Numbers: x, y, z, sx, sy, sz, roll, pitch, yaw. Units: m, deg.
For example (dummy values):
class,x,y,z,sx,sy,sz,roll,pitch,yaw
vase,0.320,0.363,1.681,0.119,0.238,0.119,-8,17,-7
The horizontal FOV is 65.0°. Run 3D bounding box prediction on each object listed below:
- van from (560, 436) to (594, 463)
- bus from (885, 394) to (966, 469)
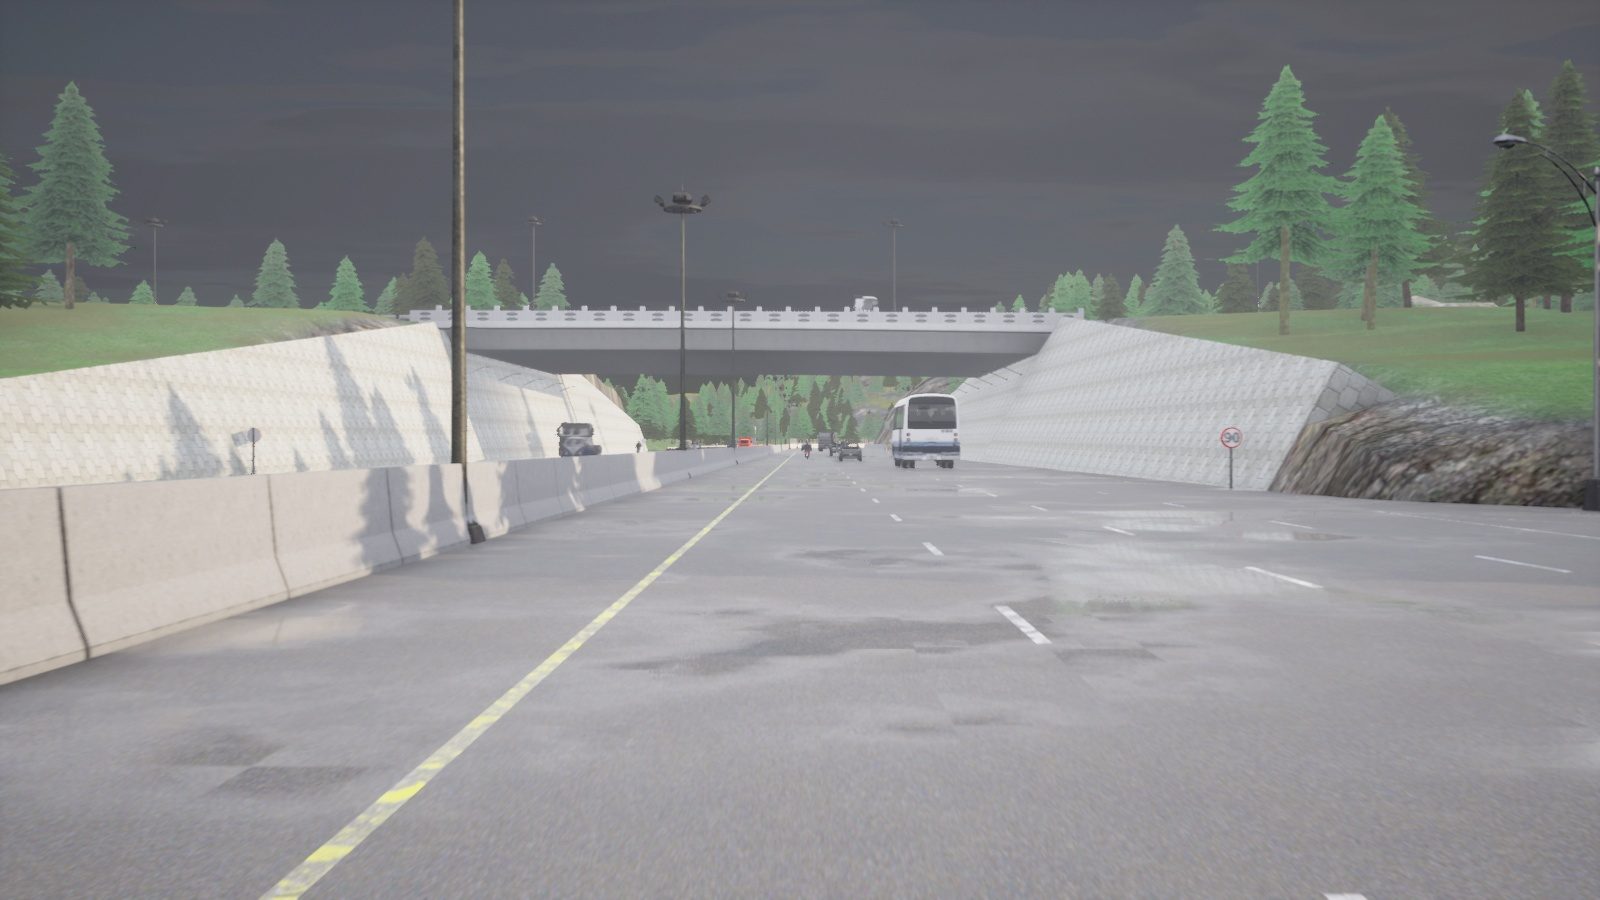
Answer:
class,x,y,z,sx,sy,sz,roll,pitch,yaw
van,-16.940,-0.055,95.755,1.775,1.987,4.442,0,0,0
bus,7.450,-1.054,76.252,3.944,4.253,10.273,0,0,0
